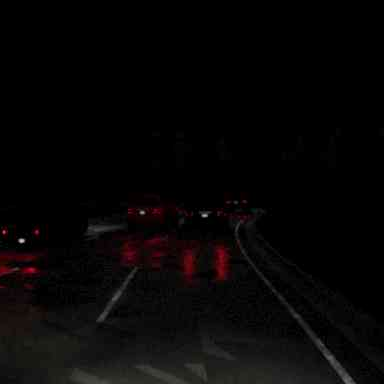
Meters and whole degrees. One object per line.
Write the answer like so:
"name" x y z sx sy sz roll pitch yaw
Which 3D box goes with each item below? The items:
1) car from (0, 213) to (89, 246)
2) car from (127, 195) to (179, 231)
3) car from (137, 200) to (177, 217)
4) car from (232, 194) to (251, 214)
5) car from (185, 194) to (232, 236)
"car" -6.413 1.589 15.120 1.895 1.301 4.718 0 0 5
"car" -2.269 1.214 20.578 2.150 2.045 5.566 0 0 8
"car" -3.260 1.537 32.136 2.033 1.411 5.357 0 0 16
"car" 5.094 1.218 35.982 2.150 2.045 5.566 0 -1 14
"car" 0.961 1.219 18.476 2.150 2.045 5.566 0 0 7
